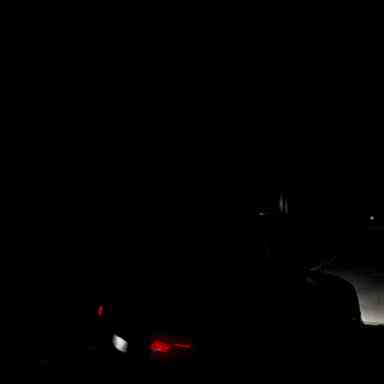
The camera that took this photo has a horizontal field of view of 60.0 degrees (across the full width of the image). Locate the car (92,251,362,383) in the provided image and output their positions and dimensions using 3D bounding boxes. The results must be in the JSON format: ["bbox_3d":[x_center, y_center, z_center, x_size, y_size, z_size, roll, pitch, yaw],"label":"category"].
[{"bbox_3d":[0.744,1.583,4.863,4.181,1.385,1.994,0,0,-41],"label":"car"}]

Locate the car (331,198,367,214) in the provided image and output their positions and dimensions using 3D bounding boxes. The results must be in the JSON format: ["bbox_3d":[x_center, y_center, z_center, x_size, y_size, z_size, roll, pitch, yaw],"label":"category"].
[{"bbox_3d":[17.867,1.565,38.050,1.882,1.535,5.008,0,0,2],"label":"car"}]

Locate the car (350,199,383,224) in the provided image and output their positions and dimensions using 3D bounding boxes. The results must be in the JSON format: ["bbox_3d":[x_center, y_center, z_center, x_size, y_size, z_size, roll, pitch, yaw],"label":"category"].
[{"bbox_3d":[13.166,1.559,25.498,1.837,1.490,4.892,0,0,15],"label":"car"}]
